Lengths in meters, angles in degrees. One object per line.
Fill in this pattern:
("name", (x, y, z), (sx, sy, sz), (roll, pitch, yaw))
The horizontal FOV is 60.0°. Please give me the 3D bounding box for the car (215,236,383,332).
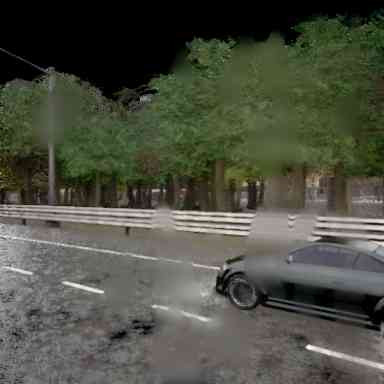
("car", (2.534, 1.567, 6.364), (4.181, 1.385, 1.994), (0, 0, 36))
